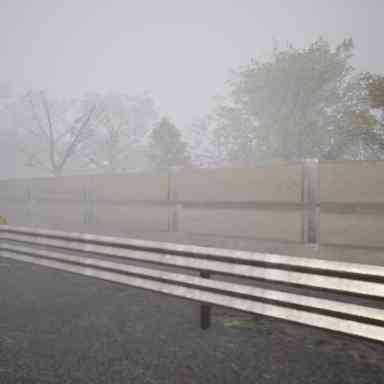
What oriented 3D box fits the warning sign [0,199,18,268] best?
[{"bbox_3d":[-5.797,1.154,9.269,1.060,1.860,1.300,-1,0,35],"label":"warning sign"}]
